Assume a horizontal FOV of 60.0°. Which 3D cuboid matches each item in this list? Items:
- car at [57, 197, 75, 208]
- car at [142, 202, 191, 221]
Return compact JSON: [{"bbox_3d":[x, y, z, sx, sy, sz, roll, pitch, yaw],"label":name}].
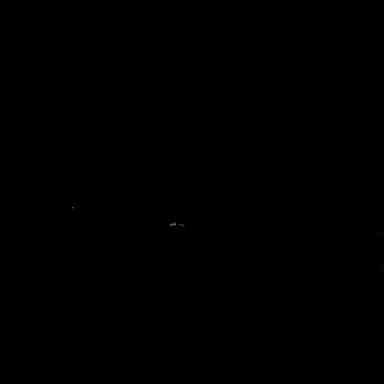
[{"bbox_3d":[-20.061,1.648,52.834,1.837,1.490,4.892,-1,0,-35],"label":"car"},{"bbox_3d":[-2.224,1.576,27.568,2.033,1.411,5.357,-1,0,-35],"label":"car"}]
